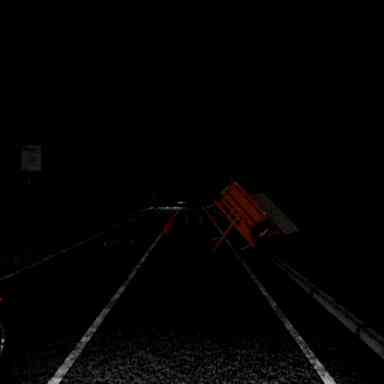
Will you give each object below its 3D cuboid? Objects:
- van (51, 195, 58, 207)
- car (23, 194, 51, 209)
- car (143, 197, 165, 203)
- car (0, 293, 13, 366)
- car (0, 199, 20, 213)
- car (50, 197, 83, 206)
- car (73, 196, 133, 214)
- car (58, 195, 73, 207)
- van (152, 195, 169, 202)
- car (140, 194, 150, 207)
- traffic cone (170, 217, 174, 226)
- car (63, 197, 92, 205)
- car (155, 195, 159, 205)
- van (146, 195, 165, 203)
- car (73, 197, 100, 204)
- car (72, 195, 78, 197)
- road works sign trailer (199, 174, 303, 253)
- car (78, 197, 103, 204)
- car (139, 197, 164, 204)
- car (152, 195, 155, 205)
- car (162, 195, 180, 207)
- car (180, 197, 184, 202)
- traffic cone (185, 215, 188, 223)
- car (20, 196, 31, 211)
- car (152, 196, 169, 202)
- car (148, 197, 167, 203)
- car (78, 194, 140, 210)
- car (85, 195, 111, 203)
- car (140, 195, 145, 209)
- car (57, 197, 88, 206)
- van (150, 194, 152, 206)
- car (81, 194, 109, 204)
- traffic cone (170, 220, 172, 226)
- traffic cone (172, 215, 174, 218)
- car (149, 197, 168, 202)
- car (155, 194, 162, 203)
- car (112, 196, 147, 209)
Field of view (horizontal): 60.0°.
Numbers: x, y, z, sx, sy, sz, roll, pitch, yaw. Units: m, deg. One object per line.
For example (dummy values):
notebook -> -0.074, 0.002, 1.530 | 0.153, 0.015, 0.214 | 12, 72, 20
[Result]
van -> -22.041, 1.327, 47.202 | 4.442, 1.987, 1.878 | 0, 0, 0
car -> -21.893, 1.404, 44.421 | 4.553, 1.767, 2.185 | 0, 0, 0
car -> -8.911, 1.903, 78.094 | 4.792, 1.488, 2.163 | 0, -1, 0
car -> -3.351, 1.563, 2.679 | 1.994, 1.385, 4.181 | 0, 0, 0
car -> -21.931, 1.474, 36.065 | 5.008, 1.535, 2.097 | 0, 0, 0
car -> -21.929, 1.659, 58.343 | 5.008, 1.535, 2.097 | 0, -1, 0
car -> -8.841, 1.464, 33.252 | 4.892, 1.521, 2.231 | 0, 0, 0
car -> -21.926, 1.646, 52.771 | 4.674, 1.452, 2.002 | 0, -1, 0
van -> -8.784, 1.825, 92.113 | 4.442, 1.987, 1.878 | 0, -1, 0
car -> -8.872, 1.278, 44.464 | 5.566, 2.045, 2.435 | 0, 0, 0
traffic cone -> -1.379, 1.946, 19.790 | 0.340, 0.580, 0.340 | 0, 0, 0
car -> -21.971, 1.741, 63.913 | 4.792, 1.488, 2.163 | 0, -1, 0
car -> -8.850, 1.659, 58.476 | 5.008, 1.535, 2.097 | 0, -1, 0
van -> -8.769, 1.683, 80.901 | 4.442, 1.987, 1.878 | 0, -1, 0
car -> -21.945, 1.771, 69.482 | 5.008, 1.535, 2.097 | 0, -1, 0
car -> -21.746, 1.629, 55.557 | 5.366, 1.575, 1.946 | 0, -1, 0
road works sign trailer -> 2.367, 1.061, 12.647 | 3.560, 2.880, 2.380 | -5, 45, -44
car -> -21.951, 1.840, 72.142 | 4.674, 1.452, 2.002 | 0, -1, 0
car -> -9.064, 1.835, 75.292 | 5.366, 1.575, 1.946 | 0, -1, 0
car -> -8.843, 1.607, 52.870 | 4.892, 1.521, 2.231 | 0, -1, 0
car -> -3.250, 1.641, 52.420 | 1.837, 1.490, 4.892 | 0, -1, 0
car -> -3.247, 2.123, 90.643 | 1.994, 1.385, 4.181 | 0, -1, 0
traffic cone -> -0.379, 1.944, 23.791 | 0.340, 0.580, 0.340 | 0, 0, 0
car -> -21.926, 1.530, 38.851 | 4.674, 1.452, 2.002 | 0, 0, 0
car -> -8.936, 1.961, 94.915 | 4.553, 1.767, 2.185 | 0, -1, 0
car -> -8.864, 2.010, 86.504 | 4.792, 1.488, 2.163 | 0, -1, 0
car -> -8.874, 1.223, 36.054 | 5.566, 2.045, 2.435 | 0, 0, 0
car -> -21.933, 1.618, 77.715 | 5.566, 2.045, 2.435 | 0, -1, 0
car -> -8.850, 1.508, 41.657 | 4.892, 1.521, 2.231 | 0, 0, 0
car -> -21.909, 1.715, 61.128 | 4.792, 1.488, 2.163 | 0, -1, 0
van -> -8.730, 1.354, 50.068 | 4.442, 1.987, 1.878 | 0, -1, 0
car -> -21.928, 1.584, 75.053 | 5.566, 2.045, 2.435 | 0, -1, 0
traffic cone -> -1.380, 1.947, 17.790 | 0.340, 0.580, 0.340 | 0, 0, 0
traffic cone -> -1.379, 1.945, 21.790 | 0.340, 0.580, 0.340 | 0, 0, 0
car -> -8.892, 2.015, 89.307 | 5.008, 1.535, 2.097 | 0, -1, 0
car -> -8.887, 1.434, 61.282 | 5.566, 2.045, 2.435 | 0, -1, 0
car -> -8.813, 1.427, 47.263 | 4.553, 1.767, 2.185 | 0, -1, 0
